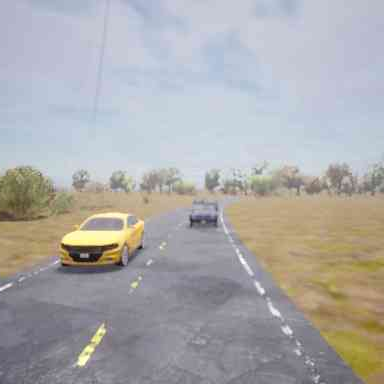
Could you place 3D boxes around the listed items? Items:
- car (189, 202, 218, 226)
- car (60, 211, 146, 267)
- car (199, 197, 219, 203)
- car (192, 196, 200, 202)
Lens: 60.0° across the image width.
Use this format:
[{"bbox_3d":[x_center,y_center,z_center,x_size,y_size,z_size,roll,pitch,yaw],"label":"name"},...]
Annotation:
[{"bbox_3d":[0.851,1.624,23.408,1.895,1.301,4.718,0,0,3],"label":"car"},{"bbox_3d":[-2.875,1.485,11.650,1.882,1.535,5.008,0,0,2],"label":"car"},{"bbox_3d":[2.493,1.592,43.671,2.033,1.411,5.357,0,0,6],"label":"car"},{"bbox_3d":[1.237,1.549,59.168,2.128,1.511,4.902,0,0,8],"label":"car"}]
